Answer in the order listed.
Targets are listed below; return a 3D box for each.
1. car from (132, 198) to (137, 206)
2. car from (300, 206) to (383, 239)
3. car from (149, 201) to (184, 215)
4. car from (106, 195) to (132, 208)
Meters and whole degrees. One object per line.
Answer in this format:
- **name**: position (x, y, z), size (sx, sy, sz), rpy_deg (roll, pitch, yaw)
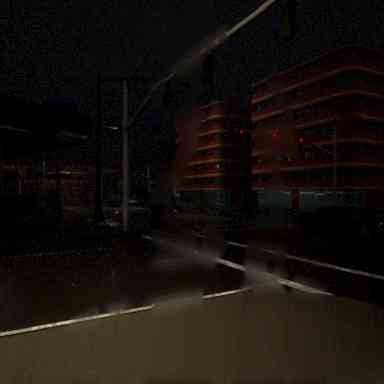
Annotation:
- **car**: position (-10.813, 1.601, 55.084), size (1.895, 1.301, 4.718), rpy_deg (0, 0, -31)
- **car**: position (8.147, 1.506, 17.531), size (1.837, 1.490, 4.892), rpy_deg (-1, 0, -39)
- **car**: position (-2.633, 1.601, 33.919), size (1.895, 1.301, 4.718), rpy_deg (0, 0, -31)
- **car**: position (-10.607, 1.526, 47.478), size (1.812, 1.442, 4.674), rpy_deg (0, 0, -31)
